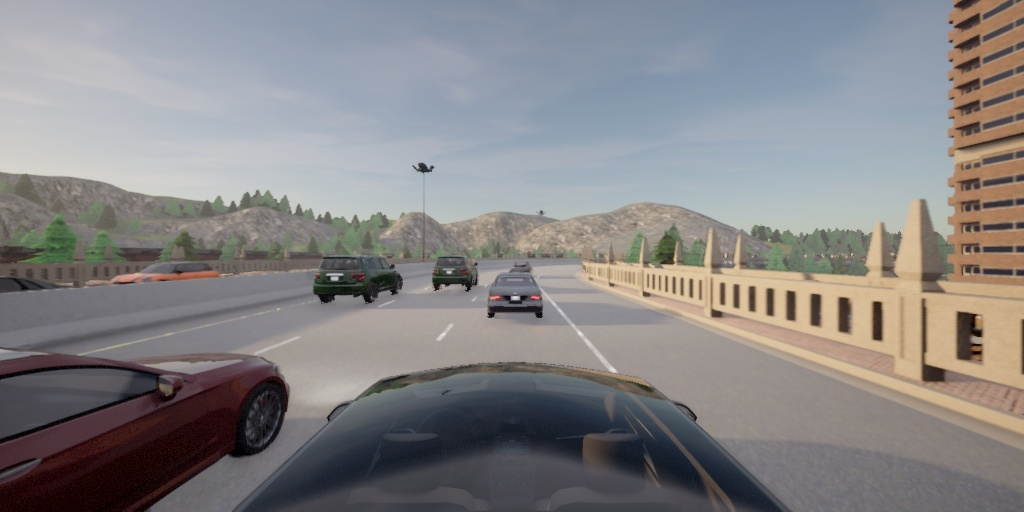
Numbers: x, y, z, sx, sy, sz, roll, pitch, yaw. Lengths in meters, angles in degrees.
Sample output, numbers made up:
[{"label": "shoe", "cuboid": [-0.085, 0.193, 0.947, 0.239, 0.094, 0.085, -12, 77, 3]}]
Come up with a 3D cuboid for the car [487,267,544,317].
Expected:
[{"label": "car", "cuboid": [0.101, 1.298, 13.143, 2.033, 1.411, 5.357, 0, 0, 0]}]

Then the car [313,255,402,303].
[{"label": "car", "cuboid": [-6.900, 0.972, 16.649, 2.150, 2.045, 5.566, 0, 0, 0]}]

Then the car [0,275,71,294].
[{"label": "car", "cuboid": [-14.092, 1.256, 8.770, 1.837, 1.490, 4.892, 0, 0, 0]}]

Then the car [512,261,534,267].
[{"label": "car", "cuboid": [1.030, 1.242, 34.679, 2.128, 1.511, 4.902, 0, 0, 7]}]

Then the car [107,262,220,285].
[{"label": "car", "cuboid": [-17.544, 1.104, 18.348, 2.097, 1.767, 4.553, 0, 0, 1]}]

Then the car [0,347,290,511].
[{"label": "car", "cuboid": [-3.413, 1.276, 2.100, 1.812, 1.442, 4.674, 0, 0, 0]}]

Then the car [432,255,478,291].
[{"label": "car", "cuboid": [-3.371, 0.972, 22.099, 2.150, 2.045, 5.566, 0, 0, 1]}]
